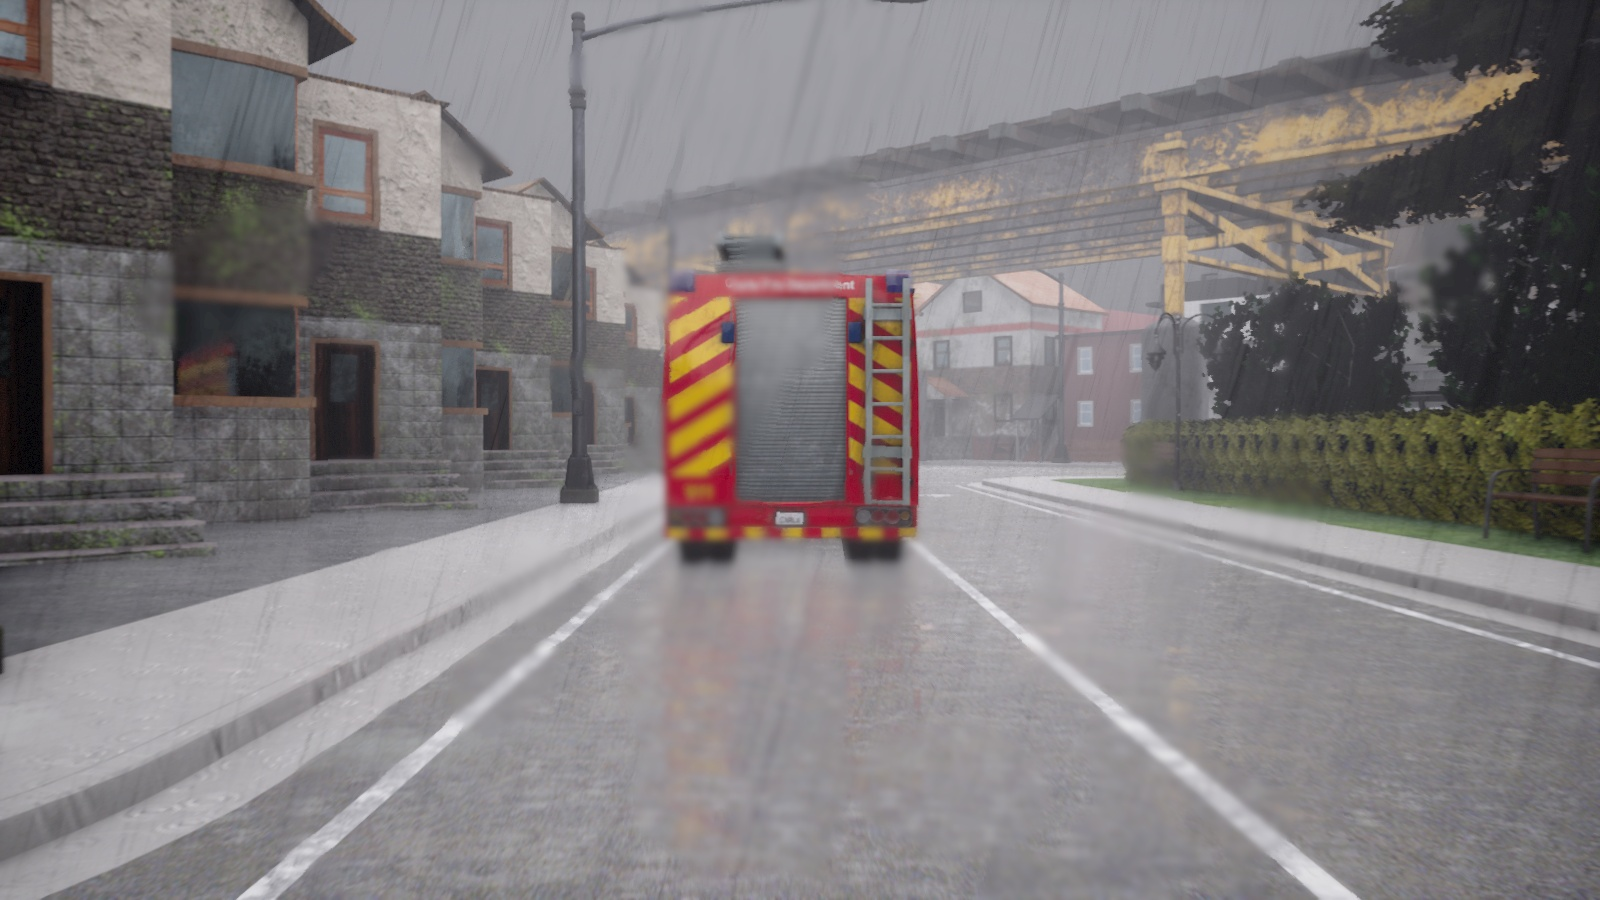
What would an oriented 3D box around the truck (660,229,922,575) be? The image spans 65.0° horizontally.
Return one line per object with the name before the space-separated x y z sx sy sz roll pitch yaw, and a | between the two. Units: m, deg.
truck | -0.122 -0.569 18.152 2.891 3.827 8.468 0 0 0
